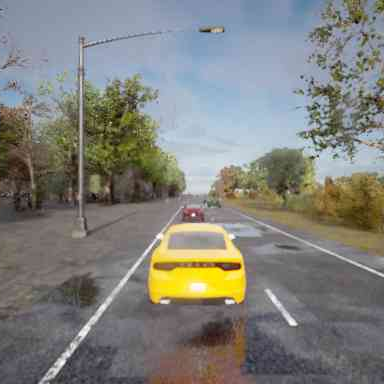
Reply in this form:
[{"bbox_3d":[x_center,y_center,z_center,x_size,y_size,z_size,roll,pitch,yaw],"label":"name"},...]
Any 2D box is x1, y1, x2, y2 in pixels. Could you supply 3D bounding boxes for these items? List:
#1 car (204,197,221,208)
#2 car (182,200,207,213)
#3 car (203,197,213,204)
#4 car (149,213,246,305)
[{"bbox_3d":[3.605,1.620,54.889,2.097,1.767,4.553,0,0,0],"label":"car"},{"bbox_3d":[0.101,1.666,28.784,1.812,1.442,4.674,0,0,0],"label":"car"},{"bbox_3d":[3.510,1.912,73.228,1.994,1.385,4.181,0,0,0],"label":"car"},{"bbox_3d":[0.098,1.518,8.274,1.882,1.535,5.008,0,0,0],"label":"car"}]
